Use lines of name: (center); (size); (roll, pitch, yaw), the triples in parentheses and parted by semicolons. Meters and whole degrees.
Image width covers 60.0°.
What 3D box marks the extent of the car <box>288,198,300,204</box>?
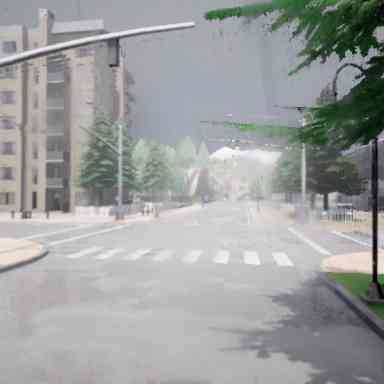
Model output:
car: (26.184, 2.491, 86.405); (1.845, 1.501, 3.633); (0, -1, 9)
